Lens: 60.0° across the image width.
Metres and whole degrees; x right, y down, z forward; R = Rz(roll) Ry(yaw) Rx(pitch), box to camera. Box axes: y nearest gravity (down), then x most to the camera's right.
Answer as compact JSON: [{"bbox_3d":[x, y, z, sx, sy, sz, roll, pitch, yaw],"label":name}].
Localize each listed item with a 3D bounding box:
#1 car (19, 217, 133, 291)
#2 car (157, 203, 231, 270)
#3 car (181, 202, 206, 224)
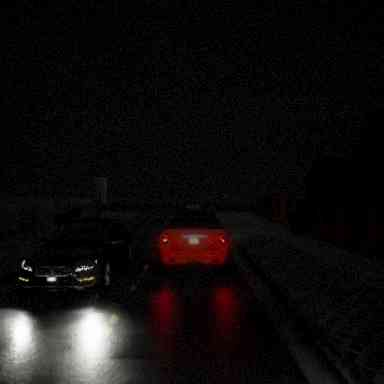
[{"bbox_3d":[-2.846,1.514,9.178,1.837,1.490,4.892,0,0,0],"label":"car"},{"bbox_3d":[0.089,1.364,11.198,2.097,1.767,4.553,0,0,1],"label":"car"},{"bbox_3d":[0.091,1.562,26.345,1.812,1.442,4.674,0,0,0],"label":"car"}]
